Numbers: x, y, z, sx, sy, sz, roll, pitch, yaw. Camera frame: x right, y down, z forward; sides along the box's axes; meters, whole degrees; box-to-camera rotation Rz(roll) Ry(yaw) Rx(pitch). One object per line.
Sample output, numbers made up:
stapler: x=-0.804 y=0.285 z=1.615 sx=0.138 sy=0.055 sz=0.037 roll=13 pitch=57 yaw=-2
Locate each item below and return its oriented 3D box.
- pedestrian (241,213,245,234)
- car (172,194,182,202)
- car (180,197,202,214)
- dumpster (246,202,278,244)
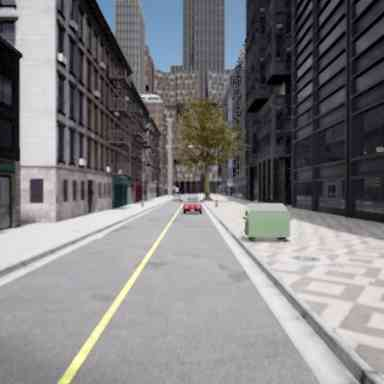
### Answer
pedestrian: x=2.659 y=1.456 z=16.083 sx=0.500 sy=1.100 sz=0.500 roll=0 pitch=0 yaw=-15
car: x=-3.026 y=1.185 z=65.870 sx=1.812 sy=1.442 sz=4.674 roll=0 pitch=1 yaw=0
car: x=0.052 y=1.450 z=33.631 sx=1.895 sy=1.301 sz=4.718 roll=0 pitch=0 yaw=0
dumpster: x=3.132 y=1.334 z=15.057 sx=1.020 sy=1.700 sz=1.940 roll=0 pitch=0 yaw=0
